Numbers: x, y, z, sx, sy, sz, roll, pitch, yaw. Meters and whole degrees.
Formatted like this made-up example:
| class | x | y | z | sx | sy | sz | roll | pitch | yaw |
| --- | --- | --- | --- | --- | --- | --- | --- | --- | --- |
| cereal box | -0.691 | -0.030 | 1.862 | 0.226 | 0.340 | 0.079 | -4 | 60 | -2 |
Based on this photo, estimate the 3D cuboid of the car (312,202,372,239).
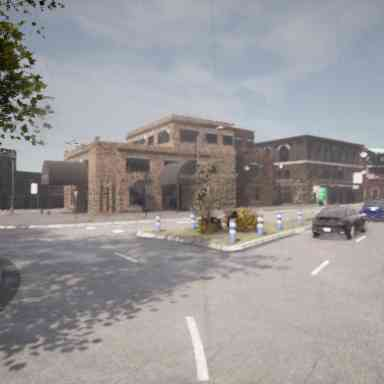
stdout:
| class | x | y | z | sx | sy | sz | roll | pitch | yaw |
| --- | --- | --- | --- | --- | --- | --- | --- | --- | --- |
| car | 7.964 | 1.525 | 17.783 | 1.837 | 1.490 | 4.892 | -1 | 0 | 39 |

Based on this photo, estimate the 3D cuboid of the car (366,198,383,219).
| class | x | y | z | sx | sy | sz | roll | pitch | yaw |
| --- | --- | --- | --- | --- | --- | --- | --- | --- | --- |
| car | 14.530 | 1.237 | 25.351 | 4.553 | 1.767 | 2.097 | -1 | 0 | -44 |
